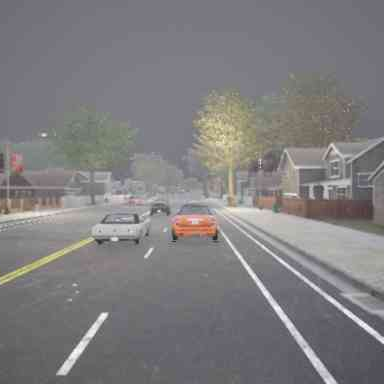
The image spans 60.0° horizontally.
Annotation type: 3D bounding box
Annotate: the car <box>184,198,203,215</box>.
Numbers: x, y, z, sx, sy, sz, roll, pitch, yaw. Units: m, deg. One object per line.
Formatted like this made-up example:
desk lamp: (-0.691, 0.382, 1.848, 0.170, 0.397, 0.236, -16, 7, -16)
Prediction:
car: (0.177, 1.494, 35.080, 1.882, 1.535, 5.008, 0, 0, 0)

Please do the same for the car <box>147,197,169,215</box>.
car: (-3.076, 1.524, 33.568, 1.837, 1.490, 4.892, 0, 0, 0)

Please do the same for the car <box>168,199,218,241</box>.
car: (0.139, 1.357, 16.762, 2.097, 1.767, 4.553, 0, 0, 0)

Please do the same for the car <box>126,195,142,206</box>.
car: (-9.637, 1.404, 55.308, 2.097, 1.767, 4.553, 0, 0, 0)

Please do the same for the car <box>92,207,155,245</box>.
car: (-3.113, 1.610, 15.628, 1.895, 1.301, 4.718, 0, 0, 0)
